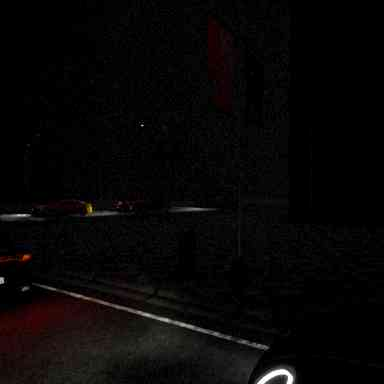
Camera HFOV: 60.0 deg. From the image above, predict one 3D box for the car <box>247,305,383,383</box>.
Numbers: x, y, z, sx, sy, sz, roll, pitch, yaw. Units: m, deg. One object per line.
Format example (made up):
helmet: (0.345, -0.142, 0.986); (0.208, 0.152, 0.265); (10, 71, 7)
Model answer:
car: (2.522, 1.352, 1.852); (4.553, 1.767, 2.097); (0, 0, 35)

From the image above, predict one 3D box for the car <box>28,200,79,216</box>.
car: (-13.700, 1.490, 32.990); (4.181, 1.385, 1.994); (0, 0, -42)

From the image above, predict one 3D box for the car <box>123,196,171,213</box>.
car: (-4.601, 1.437, 36.715); (4.902, 1.511, 2.128); (0, 0, -42)

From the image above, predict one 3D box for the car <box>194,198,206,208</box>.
car: (2.327, 1.469, 47.192); (4.674, 1.442, 1.812); (0, 0, -41)

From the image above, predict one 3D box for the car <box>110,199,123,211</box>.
car: (-7.186, 1.284, 38.763); (4.553, 1.767, 2.097); (0, 0, -42)

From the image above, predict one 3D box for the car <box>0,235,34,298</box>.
car: (-5.609, 1.476, 7.399); (5.008, 1.535, 1.882); (0, 0, 33)

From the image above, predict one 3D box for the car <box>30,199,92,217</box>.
car: (-11.708, 1.418, 30.406); (5.008, 1.535, 1.882); (0, 0, -43)

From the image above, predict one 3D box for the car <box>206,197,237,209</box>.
car: (4.542, 1.558, 44.815); (4.718, 1.301, 1.895); (0, 0, -41)
